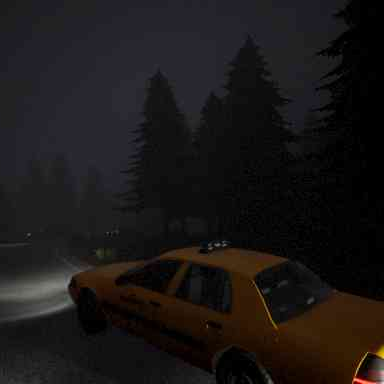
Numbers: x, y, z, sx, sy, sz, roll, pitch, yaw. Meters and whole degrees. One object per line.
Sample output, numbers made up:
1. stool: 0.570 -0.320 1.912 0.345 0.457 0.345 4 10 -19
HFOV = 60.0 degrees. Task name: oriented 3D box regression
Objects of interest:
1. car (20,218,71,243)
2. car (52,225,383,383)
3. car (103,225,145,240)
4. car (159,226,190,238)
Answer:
1. car: -12.619 3.377 29.370 2.150 2.045 5.566 -4 -7 9
2. car: 0.111 1.441 4.761 5.366 1.575 1.801 0 1 43
3. car: -7.450 4.511 36.983 2.033 1.411 5.357 -4 -8 20
4. car: -2.326 5.544 46.289 1.882 1.535 5.008 -5 -8 30
